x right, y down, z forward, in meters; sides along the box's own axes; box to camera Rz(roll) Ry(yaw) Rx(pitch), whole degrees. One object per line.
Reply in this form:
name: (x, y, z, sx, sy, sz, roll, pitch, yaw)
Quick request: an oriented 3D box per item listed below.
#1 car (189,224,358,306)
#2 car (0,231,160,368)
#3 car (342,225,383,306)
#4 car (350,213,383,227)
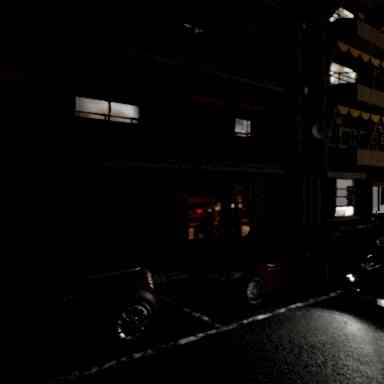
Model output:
car: (1.907, 1.581, 7.927, 4.206, 1.307, 1.802, 0, 0, -36)
car: (-2.593, 1.440, 4.718, 4.097, 1.590, 1.967, 0, 0, -36)
car: (5.525, 1.545, 7.322, 5.357, 1.411, 2.033, 0, 0, -36)
car: (6.405, 1.438, 11.137, 4.097, 1.590, 1.967, 0, 0, -36)
